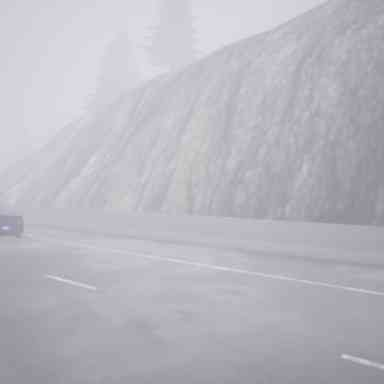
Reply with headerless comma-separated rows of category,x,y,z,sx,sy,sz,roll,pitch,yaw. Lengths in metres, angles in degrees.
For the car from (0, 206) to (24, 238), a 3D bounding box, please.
car,-9.862,1.372,15.763,5.008,1.535,1.882,0,0,38
